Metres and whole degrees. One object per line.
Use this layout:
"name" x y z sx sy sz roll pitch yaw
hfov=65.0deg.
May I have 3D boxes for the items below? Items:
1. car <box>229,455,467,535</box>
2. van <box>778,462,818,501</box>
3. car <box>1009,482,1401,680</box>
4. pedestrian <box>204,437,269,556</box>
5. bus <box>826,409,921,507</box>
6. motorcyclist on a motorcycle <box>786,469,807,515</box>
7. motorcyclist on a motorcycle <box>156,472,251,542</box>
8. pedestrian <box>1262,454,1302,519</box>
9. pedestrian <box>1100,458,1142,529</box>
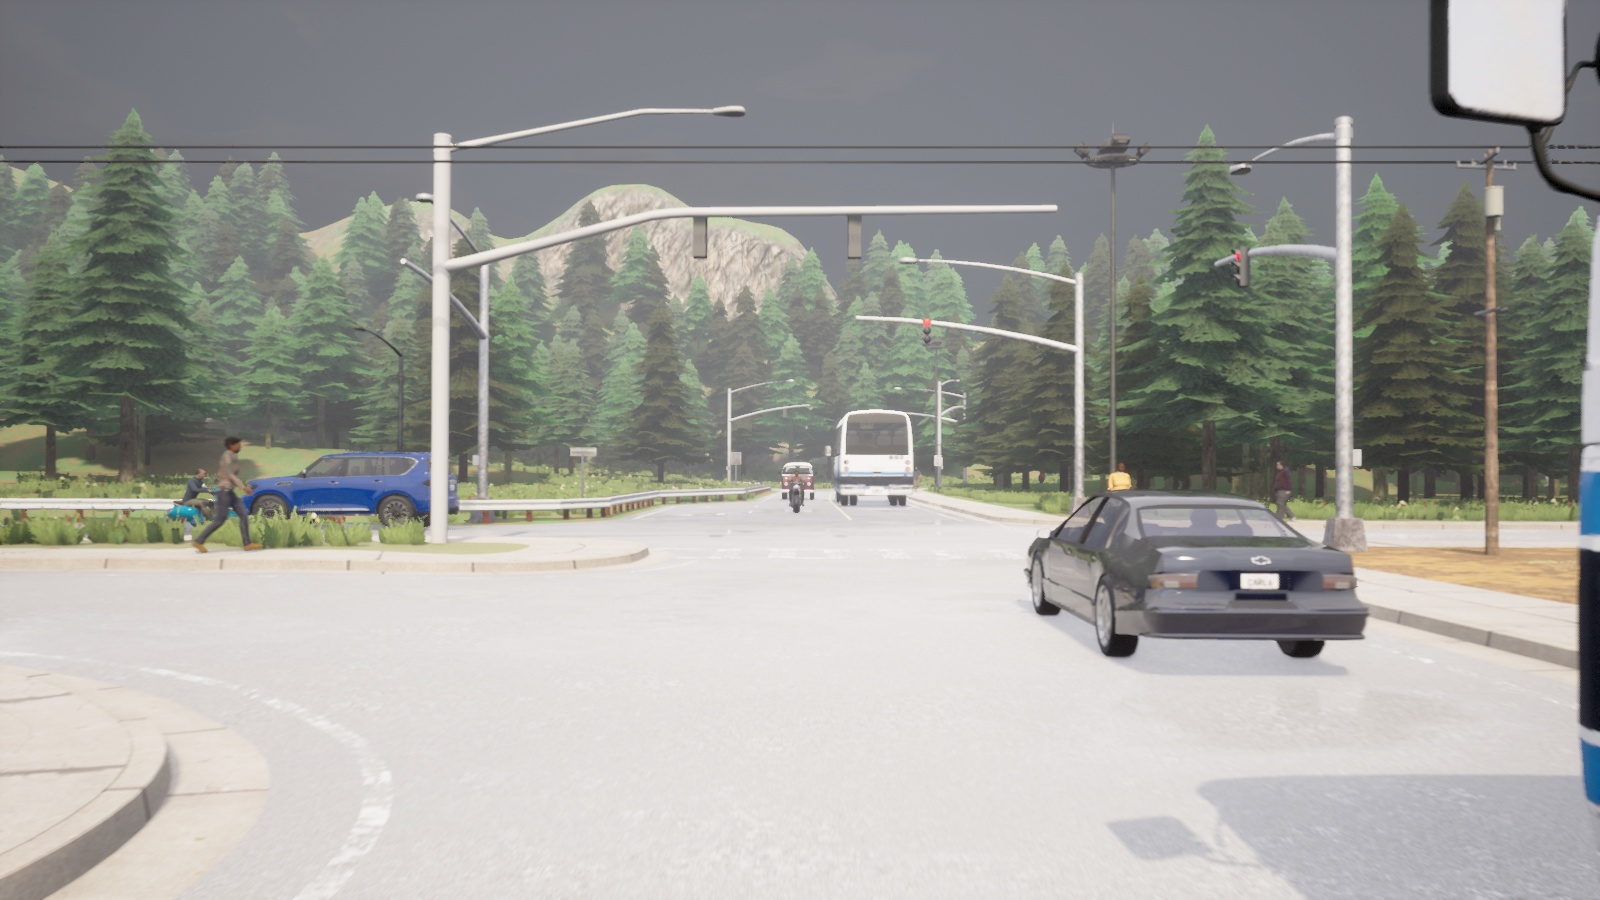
"car" -11.964 1.169 33.503 5.566 2.045 2.150 0 -1 1
"van" -0.090 1.685 68.468 2.069 2.038 4.480 0 -1 1
"car" 3.473 1.047 12.071 2.033 1.411 5.357 0 -1 0
"pedestrian" -8.656 0.712 19.295 0.869 1.805 0.328 0 -1 -16
"bus" 3.350 0.435 60.374 3.944 4.253 10.273 0 -1 0
"motorcyclist on a motorcycle" -0.116 1.555 47.182 0.766 1.649 2.350 0 -1 0
"motorcyclist on a motorcycle" -14.227 1.352 30.001 1.817 1.590 0.866 -2 -1 1
"pedestrian" 13.977 1.050 36.410 0.899 1.844 0.634 0 -1 2
"pedestrian" 8.514 1.152 33.337 0.874 1.855 0.900 0 -1 0
